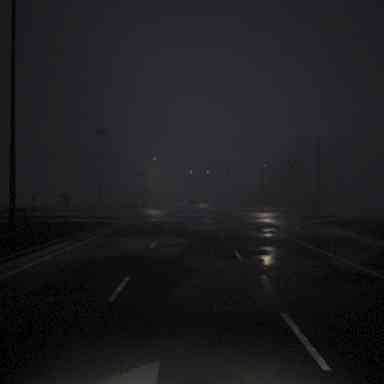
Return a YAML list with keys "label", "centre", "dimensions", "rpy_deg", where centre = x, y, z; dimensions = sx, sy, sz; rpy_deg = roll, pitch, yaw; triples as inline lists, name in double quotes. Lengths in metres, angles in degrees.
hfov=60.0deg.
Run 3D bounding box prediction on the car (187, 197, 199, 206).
- label: "car"
  centre: [-0.063, 2.146, 72.525]
  dimensions: [2.097, 1.767, 4.553]
  rpy_deg: [0, -1, 0]
